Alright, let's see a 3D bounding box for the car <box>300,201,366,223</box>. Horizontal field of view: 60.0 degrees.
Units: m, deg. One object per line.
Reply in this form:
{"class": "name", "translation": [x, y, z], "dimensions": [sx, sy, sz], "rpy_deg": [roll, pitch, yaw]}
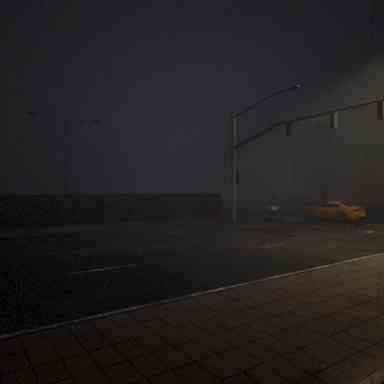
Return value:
{"class": "car", "translation": [10.946, 1.477, 26.149], "dimensions": [1.882, 1.535, 5.008], "rpy_deg": [0, 0, -37]}

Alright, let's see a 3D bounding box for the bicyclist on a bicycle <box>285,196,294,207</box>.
{"class": "bicyclist on a bicycle", "translation": [14.350, 1.453, 49.100], "dimensions": [1.656, 1.620, 0.582], "rpy_deg": [0, 0, -22]}

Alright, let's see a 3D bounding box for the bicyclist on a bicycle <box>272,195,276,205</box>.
{"class": "bicyclist on a bicycle", "translation": [13.385, 1.300, 54.015], "dimensions": [0.582, 1.620, 1.656], "rpy_deg": [0, 0, 22]}
